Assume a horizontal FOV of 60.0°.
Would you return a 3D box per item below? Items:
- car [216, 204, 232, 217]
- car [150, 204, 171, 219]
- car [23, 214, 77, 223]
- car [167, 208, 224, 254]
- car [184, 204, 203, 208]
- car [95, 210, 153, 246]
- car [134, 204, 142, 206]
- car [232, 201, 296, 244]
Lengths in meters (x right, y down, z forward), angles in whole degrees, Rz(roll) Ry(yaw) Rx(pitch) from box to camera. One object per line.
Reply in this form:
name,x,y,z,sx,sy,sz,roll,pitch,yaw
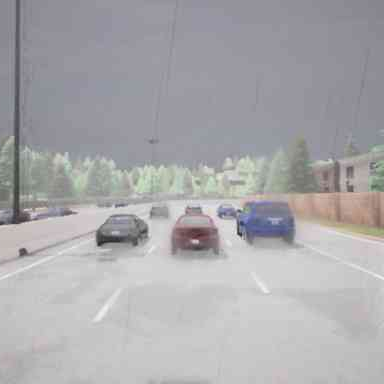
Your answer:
car,3.659,2.026,35.690,1.812,1.442,4.674,0,-1,0
car,-3.330,1.979,35.011,2.128,1.511,4.902,0,-1,0
car,-10.549,1.905,25.851,2.033,1.411,5.357,0,-1,0
car,0.123,1.681,14.504,1.882,1.535,5.008,0,-1,0
car,0.170,1.981,35.031,2.128,1.511,4.902,0,-1,0
car,-3.371,1.796,16.652,1.994,1.385,4.181,0,-1,0
car,-10.368,2.419,65.757,2.128,1.511,4.902,0,-1,0
car,3.633,1.467,17.235,2.150,2.045,5.566,0,-1,0
